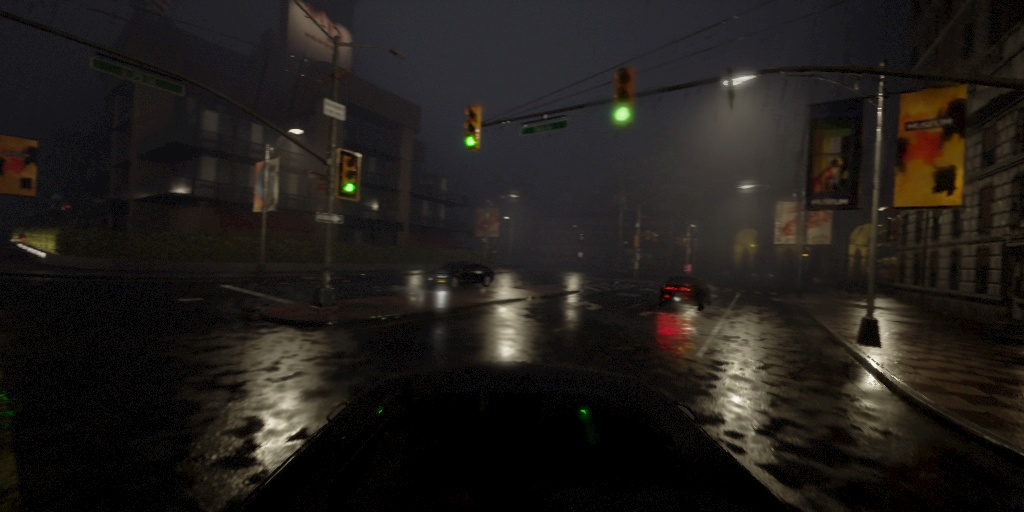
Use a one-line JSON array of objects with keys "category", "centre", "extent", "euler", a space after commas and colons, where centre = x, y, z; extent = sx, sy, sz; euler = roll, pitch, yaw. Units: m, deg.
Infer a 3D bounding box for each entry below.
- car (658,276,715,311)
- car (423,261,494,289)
[{"category": "car", "centre": [8.493, 1.729, 17.431], "extent": [1.837, 1.490, 4.892], "euler": [3, -1, 34]}, {"category": "car", "centre": [-2.984, 1.054, 21.123], "extent": [1.837, 1.490, 4.892], "euler": [3, 0, 34]}]
